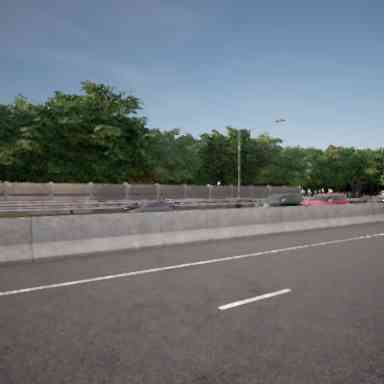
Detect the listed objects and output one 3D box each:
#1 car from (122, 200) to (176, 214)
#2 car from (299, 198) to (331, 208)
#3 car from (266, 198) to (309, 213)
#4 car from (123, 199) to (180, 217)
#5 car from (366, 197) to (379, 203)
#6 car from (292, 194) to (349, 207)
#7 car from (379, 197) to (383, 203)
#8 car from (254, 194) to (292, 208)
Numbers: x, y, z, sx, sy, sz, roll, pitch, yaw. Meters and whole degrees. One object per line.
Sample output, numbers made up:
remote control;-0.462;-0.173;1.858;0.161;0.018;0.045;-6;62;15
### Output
car;-3.582;1.544;27.233;4.181;1.385;1.994;0;0;-35
car;17.183;1.537;46.297;4.718;1.301;1.895;0;0;-35
car;10.783;1.442;37.475;4.902;1.511;2.128;0;0;-35
car;-3.807;1.468;31.370;4.902;1.511;2.128;0;0;-35
car;27.839;1.461;49.527;4.892;1.490;1.837;0;0;-35
car;11.792;1.178;29.601;5.566;2.045;2.150;0;0;-35
car;28.117;1.410;45.449;5.008;1.535;1.882;0;0;-35
car;8.328;1.181;31.423;5.566;2.045;2.150;0;0;-35
